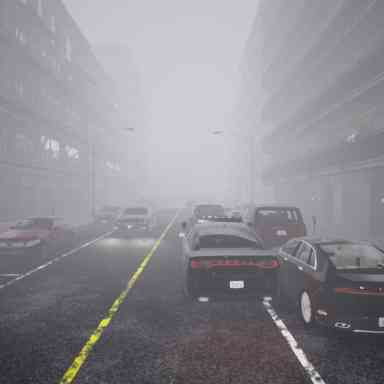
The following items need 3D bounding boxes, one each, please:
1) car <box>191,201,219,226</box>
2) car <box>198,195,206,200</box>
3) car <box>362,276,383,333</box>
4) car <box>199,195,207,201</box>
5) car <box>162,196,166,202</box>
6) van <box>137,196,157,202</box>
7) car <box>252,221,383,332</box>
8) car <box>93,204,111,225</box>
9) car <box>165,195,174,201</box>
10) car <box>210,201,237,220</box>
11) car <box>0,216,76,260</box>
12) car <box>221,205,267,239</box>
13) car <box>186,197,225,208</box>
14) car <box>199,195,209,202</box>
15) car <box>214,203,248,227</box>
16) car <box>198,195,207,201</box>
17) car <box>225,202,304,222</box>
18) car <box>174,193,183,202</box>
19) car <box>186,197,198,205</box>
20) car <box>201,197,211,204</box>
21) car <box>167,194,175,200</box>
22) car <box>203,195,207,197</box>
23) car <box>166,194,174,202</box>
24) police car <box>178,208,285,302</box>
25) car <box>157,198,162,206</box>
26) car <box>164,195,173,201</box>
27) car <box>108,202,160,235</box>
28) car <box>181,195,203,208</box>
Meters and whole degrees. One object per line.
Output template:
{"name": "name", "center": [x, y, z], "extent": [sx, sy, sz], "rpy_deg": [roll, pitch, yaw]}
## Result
{"name": "car", "center": [0.836, 1.505, 24.349], "extent": [1.837, 1.490, 4.892], "rpy_deg": [0, 0, 0]}
{"name": "car", "center": [2.671, 1.505, 91.803], "extent": [2.008, 1.369, 4.403], "rpy_deg": [1, 0, 0]}
{"name": "car", "center": [2.700, 1.551, 1.070], "extent": [2.008, 1.369, 4.403], "rpy_deg": [1, 0, 0]}
{"name": "car", "center": [2.675, 1.511, 80.462], "extent": [1.887, 1.381, 4.507], "rpy_deg": [1, 0, 0]}
{"name": "car", "center": [-5.696, 1.541, 52.167], "extent": [2.008, 1.369, 4.403], "rpy_deg": [1, 0, 0]}
{"name": "van", "center": [-5.690, 1.337, 40.825], "extent": [1.690, 1.788, 3.998], "rpy_deg": [1, 0, 0]}
{"name": "car", "center": [2.698, 1.552, 6.741], "extent": [2.008, 1.369, 4.403], "rpy_deg": [1, 0, 0]}
{"name": "car", "center": [-5.688, 1.566, 23.810], "extent": [1.947, 1.339, 4.313], "rpy_deg": [1, 0, 0]}
{"name": "car", "center": [-5.707, 1.511, 86.195], "extent": [2.008, 1.369, 4.403], "rpy_deg": [1, 0, 0]}
{"name": "car", "center": [2.691, 1.543, 29.424], "extent": [1.887, 1.381, 4.507], "rpy_deg": [1, 0, 0]}
{"name": "car", "center": [-5.685, 1.583, 12.467], "extent": [1.802, 1.307, 4.206], "rpy_deg": [1, 0, 0]}
{"name": "car", "center": [2.694, 1.526, 18.253], "extent": [1.752, 1.417, 4.829], "rpy_deg": [1, 0, 0]}
{"name": "car", "center": [0.858, 1.352, 18.318], "extent": [2.097, 1.767, 4.553], "rpy_deg": [0, 0, 0]}
{"name": "car", "center": [2.678, 1.412, 74.790], "extent": [1.967, 1.590, 4.097], "rpy_deg": [1, 0, 0]}
{"name": "car", "center": [2.692, 1.544, 23.754], "extent": [1.887, 1.381, 4.507], "rpy_deg": [1, 0, 0]}
{"name": "car", "center": [2.673, 1.511, 86.132], "extent": [2.008, 1.369, 4.403], "rpy_deg": [1, 0, 0]}
{"name": "car", "center": [2.699, 1.316, 12.412], "extent": [2.192, 1.841, 5.009], "rpy_deg": [1, 0, 0]}
{"name": "car", "center": [-3.027, 1.190, 77.998], "extent": [2.150, 2.045, 5.566], "rpy_deg": [0, 0, 0]}
{"name": "car", "center": [-0.020, 1.549, 58.527], "extent": [1.994, 1.385, 4.181], "rpy_deg": [0, 0, 0]}
{"name": "car", "center": [2.681, 1.564, 63.451], "extent": [1.802, 1.307, 4.206], "rpy_deg": [1, 0, 0]}
{"name": "car", "center": [-5.707, 1.394, 91.867], "extent": [1.967, 1.590, 4.097], "rpy_deg": [1, 0, 0]}
{"name": "car", "center": [2.683, 1.426, 57.779], "extent": [1.967, 1.590, 4.097], "rpy_deg": [1, 0, 0]}
{"name": "car", "center": [-5.704, 1.538, 74.853], "extent": [1.947, 1.339, 4.313], "rpy_deg": [1, 0, 0]}
{"name": "police car", "center": [0.694, 1.426, 8.444], "extent": [1.930, 1.638, 5.238], "rpy_deg": [0, 0, -2]}
{"name": "car", "center": [-5.695, 1.538, 46.495], "extent": [1.887, 1.381, 4.507], "rpy_deg": [1, 0, 0]}
{"name": "car", "center": [-5.705, 1.492, 80.354], "extent": [1.752, 1.417, 4.829], "rpy_deg": [1, 0, 0]}
{"name": "car", "center": [-3.109, 1.507, 18.916], "extent": [1.837, 1.490, 4.892], "rpy_deg": [0, 0, 0]}
{"name": "car", "center": [-0.005, 1.485, 44.917], "extent": [2.128, 1.511, 4.902], "rpy_deg": [0, 0, 0]}
